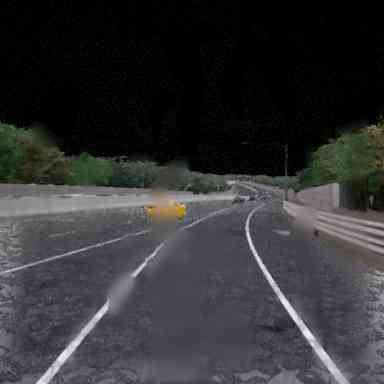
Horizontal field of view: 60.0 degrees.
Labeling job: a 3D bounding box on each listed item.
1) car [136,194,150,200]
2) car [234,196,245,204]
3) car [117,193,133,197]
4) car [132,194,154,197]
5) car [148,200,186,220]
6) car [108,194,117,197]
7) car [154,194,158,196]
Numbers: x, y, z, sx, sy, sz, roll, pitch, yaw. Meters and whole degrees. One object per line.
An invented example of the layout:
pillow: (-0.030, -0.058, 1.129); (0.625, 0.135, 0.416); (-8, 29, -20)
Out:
car: (-13.142, 1.258, 89.830); (1.882, 1.535, 5.008); (1, 0, 16)
car: (9.682, 1.556, 67.660); (1.837, 1.490, 4.892); (1, 0, 16)
car: (-14.070, 1.111, 73.691); (2.097, 1.767, 4.553); (1, 0, 16)
car: (-10.704, 1.321, 72.743); (1.812, 1.442, 4.674); (1, 0, 16)
car: (-1.888, 1.365, 26.774); (1.882, 1.535, 5.008); (1, 0, 16)
car: (-17.453, 1.238, 74.596); (1.812, 1.442, 4.674); (1, 0, 16)
car: (-9.770, 1.362, 88.897); (2.033, 1.411, 5.357); (1, 0, 16)
